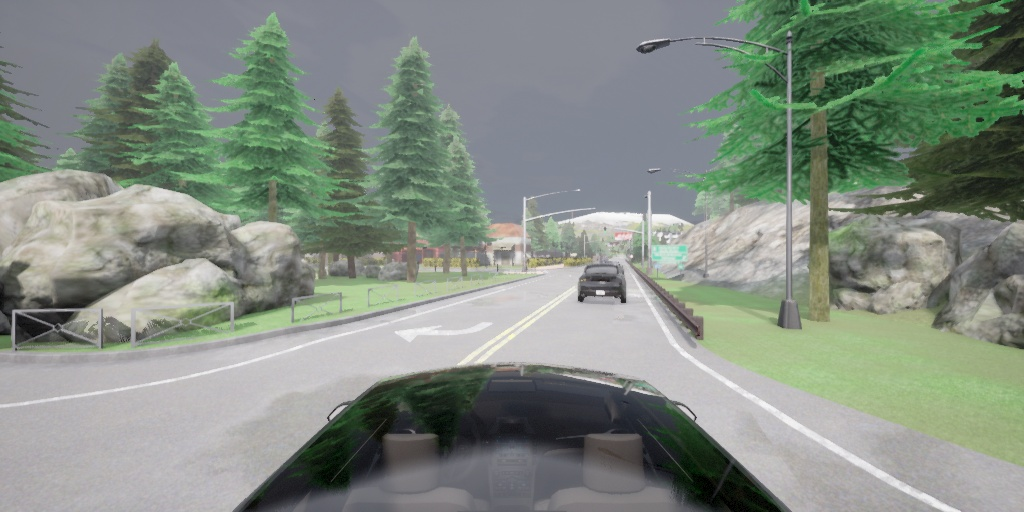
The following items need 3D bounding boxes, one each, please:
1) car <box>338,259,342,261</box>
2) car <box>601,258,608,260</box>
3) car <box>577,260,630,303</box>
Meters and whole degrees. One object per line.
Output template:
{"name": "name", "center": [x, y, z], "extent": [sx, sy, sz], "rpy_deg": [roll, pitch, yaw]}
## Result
{"name": "car", "center": [-27.830, 1.254, 56.502], "extent": [4.674, 1.442, 1.812], "rpy_deg": [0, 0, 23]}
{"name": "car", "center": [8.257, 1.132, 29.553], "extent": [1.994, 1.385, 4.181], "rpy_deg": [0, 0, 17]}
{"name": "car", "center": [3.884, 1.072, 15.204], "extent": [1.837, 1.490, 4.892], "rpy_deg": [0, 0, 17]}
